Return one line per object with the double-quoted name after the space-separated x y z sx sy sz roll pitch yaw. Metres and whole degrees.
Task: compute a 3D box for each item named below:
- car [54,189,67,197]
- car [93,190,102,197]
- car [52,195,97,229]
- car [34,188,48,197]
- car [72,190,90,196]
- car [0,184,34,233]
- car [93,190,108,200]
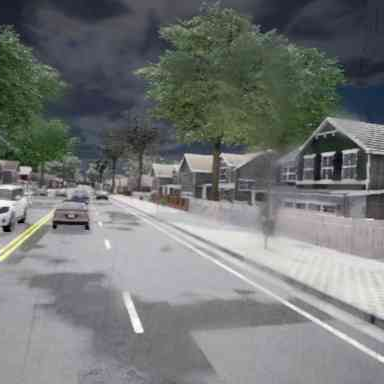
-22.053 0.275 56.125 2.033 1.411 5.357 3 0 -17 "car"
-22.454 0.269 78.899 2.033 1.411 5.357 3 0 -18 "car"
-6.502 1.151 18.217 2.033 1.411 5.357 3 0 -18 "car"
-25.454 0.080 56.129 2.033 1.411 5.357 3 0 -17 "car"
-13.654 0.542 40.800 2.097 1.767 4.553 3 0 -18 "car"
-9.350 0.664 15.875 2.150 2.045 5.566 3 0 -18 "car"
-15.741 0.686 58.066 1.895 1.301 4.718 3 0 -18 "car"
